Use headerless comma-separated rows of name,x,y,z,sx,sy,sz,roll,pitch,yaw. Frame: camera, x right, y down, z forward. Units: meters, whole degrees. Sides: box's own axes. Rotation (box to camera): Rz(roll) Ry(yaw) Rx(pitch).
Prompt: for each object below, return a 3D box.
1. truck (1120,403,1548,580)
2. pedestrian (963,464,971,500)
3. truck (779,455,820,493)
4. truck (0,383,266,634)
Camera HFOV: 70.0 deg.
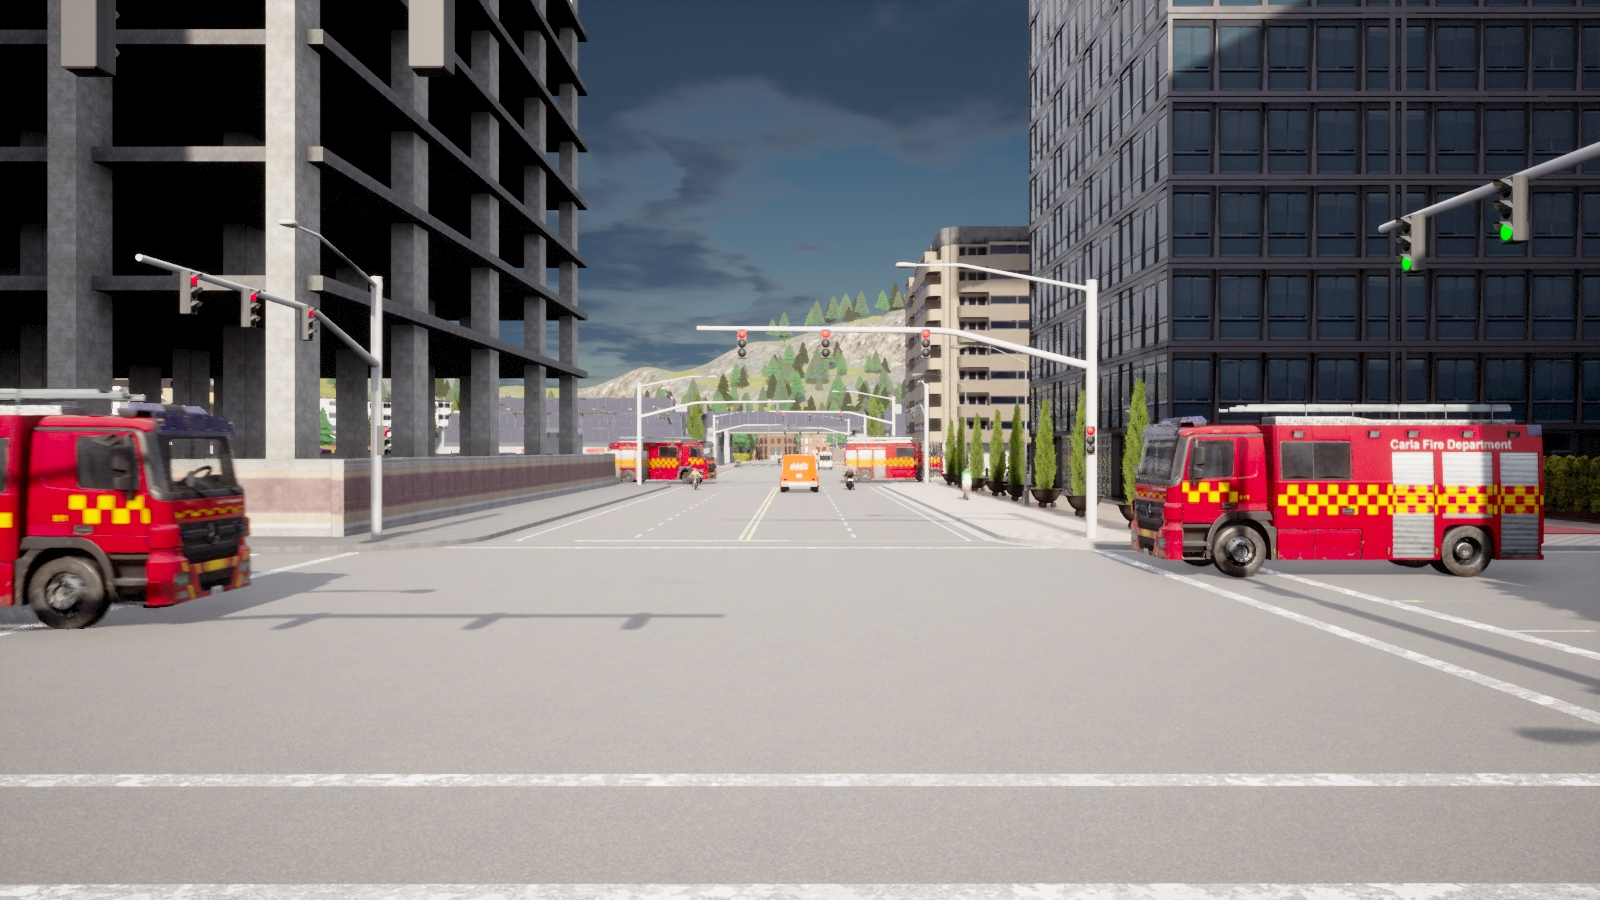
truck,11.970,0.889,26.163,8.468,3.827,2.891,0,0,-1
pedestrian,8.780,1.693,60.125,0.375,1.860,0.375,0,0,-1
truck,-0.023,1.564,76.782,2.627,2.467,5.204,0,0,0
truck,-13.710,0.890,18.815,8.468,3.827,2.891,0,0,0
